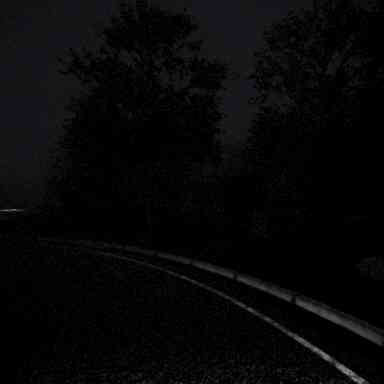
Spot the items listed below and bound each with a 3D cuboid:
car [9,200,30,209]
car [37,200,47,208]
[{"bbox_3d":[-27.843,2.024,53.903,2.033,1.411,5.357,-1,0,-10],"label":"car"},{"bbox_3d":[-24.591,1.965,55.988,2.033,1.411,5.357,-1,0,-10],"label":"car"}]
